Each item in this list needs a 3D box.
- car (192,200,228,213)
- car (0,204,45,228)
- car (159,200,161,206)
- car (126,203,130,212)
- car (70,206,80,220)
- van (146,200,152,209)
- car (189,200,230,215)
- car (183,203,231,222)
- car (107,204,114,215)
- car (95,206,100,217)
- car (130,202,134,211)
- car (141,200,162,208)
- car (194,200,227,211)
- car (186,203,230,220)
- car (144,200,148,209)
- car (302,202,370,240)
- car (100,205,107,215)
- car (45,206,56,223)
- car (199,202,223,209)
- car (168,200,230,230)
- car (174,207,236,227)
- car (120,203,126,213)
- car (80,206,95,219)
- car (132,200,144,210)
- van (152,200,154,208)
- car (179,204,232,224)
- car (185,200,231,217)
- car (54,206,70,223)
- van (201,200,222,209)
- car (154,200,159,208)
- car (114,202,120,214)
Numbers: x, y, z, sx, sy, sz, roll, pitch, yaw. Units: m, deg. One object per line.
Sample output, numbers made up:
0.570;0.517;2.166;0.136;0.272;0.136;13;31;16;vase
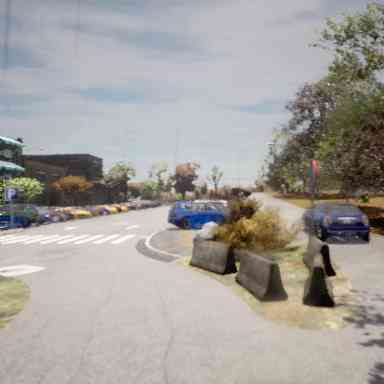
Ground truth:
2.963;2.388;55.947;5.566;2.045;2.435;0;-1;-16;car
-15.964;2.077;28.421;5.566;2.045;2.435;-1;-1;-16;car
-11.748;3.232;87.469;5.566;2.045;2.435;-1;-2;-16;car
-14.024;2.909;57.881;5.366;1.575;1.946;-1;-1;-16;car
-15.343;2.377;37.280;4.553;1.767;2.185;-1;-2;-16;car
-12.510;3.089;78.566;4.442;1.987;1.878;-1;-1;-16;van
2.600;2.269;49.931;5.566;2.045;2.435;0;-1;-16;car
1.539;2.099;34.856;4.553;1.767;2.185;0;-1;-16;car
-14.472;2.734;49.079;5.008;1.535;2.097;-1;-2;-16;car
-14.894;2.619;43.180;4.892;1.521;2.231;-1;-2;-16;car
-13.616;2.995;60.905;4.792;1.488;2.163;-1;-2;-16;car
-11.380;3.347;93.341;5.566;2.045;2.435;-1;-1;-16;car
3.449;2.506;61.990;5.566;2.045;2.435;0;-1;-16;car
1.745;2.158;37.875;4.553;1.767;2.185;0;-1;-16;car
-12.808;3.199;72.702;4.892;1.521;2.231;-1;-1;-16;car
6.931;1.257;16.508;2.097;1.767;4.553;-1;1;6;car
-14.708;2.706;46.122;4.792;1.488;2.163;-1;-1;-16;car
-15.724;2.426;31.382;4.674;1.452;2.002;-1;-1;-16;car
4.279;2.995;74.029;4.892;1.521;2.231;0;-1;-16;car
0.892;1.795;25.827;5.566;2.045;2.435;0;-1;-16;car
1.089;2.107;28.819;4.892;1.521;2.231;0;-1;-16;car
-14.058;2.850;54.993;5.008;1.535;2.097;-1;-1;-16;car
-14.926;2.553;40.292;5.366;1.575;1.946;-1;-2;-16;car
-13.050;3.015;69.739;4.553;1.767;2.185;-1;-2;-16;car
-12.301;3.146;81.517;4.442;1.987;1.878;-1;-1;-16;van
1.264;2.039;31.830;4.553;1.767;2.185;0;-1;-16;car
2.118;2.150;43.884;5.566;2.045;2.435;0;-1;-16;car
-15.522;2.445;34.333;4.892;1.521;2.231;-1;-2;-16;car
4.596;2.827;77.086;4.442;1.987;1.878;0;-1;-16;van
-11.958;3.175;84.518;5.566;2.045;2.435;-1;-2;-16;car
-14.441;2.793;51.980;5.366;1.575;1.946;-1;-1;-16;car
